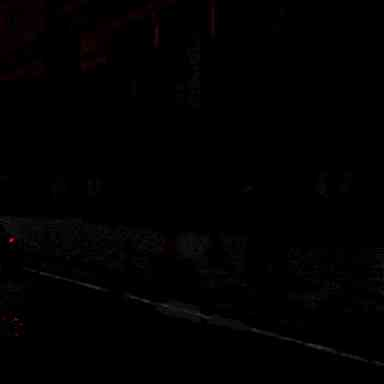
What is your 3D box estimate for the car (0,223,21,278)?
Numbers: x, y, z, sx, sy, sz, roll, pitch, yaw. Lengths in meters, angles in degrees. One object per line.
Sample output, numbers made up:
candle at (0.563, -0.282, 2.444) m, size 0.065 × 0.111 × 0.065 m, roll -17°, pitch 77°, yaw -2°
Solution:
car at (-6.601, 1.340, 8.915) m, size 4.553 × 1.767 × 2.097 m, roll 0°, pitch 0°, yaw 36°
